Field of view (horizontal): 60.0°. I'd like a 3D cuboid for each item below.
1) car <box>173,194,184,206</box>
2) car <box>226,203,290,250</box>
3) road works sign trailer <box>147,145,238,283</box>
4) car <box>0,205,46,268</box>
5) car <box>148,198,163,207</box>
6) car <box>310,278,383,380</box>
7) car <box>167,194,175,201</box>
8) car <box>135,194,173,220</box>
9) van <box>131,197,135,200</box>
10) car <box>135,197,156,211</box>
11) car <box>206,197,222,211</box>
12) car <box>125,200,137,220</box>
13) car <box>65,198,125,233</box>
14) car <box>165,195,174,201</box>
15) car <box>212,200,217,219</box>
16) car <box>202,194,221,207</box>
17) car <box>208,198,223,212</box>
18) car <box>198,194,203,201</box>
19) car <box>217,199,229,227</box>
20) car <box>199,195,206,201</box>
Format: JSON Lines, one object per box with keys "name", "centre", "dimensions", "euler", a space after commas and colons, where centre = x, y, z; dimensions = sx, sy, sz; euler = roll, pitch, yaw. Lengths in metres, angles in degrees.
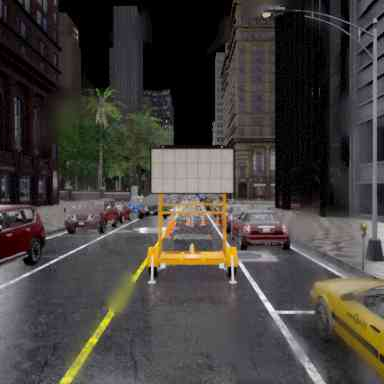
{"name": "car", "centre": [-2.929, 1.507, 56.443], "dimensions": [2.128, 1.511, 4.902], "euler": [0, 0, 0]}
{"name": "car", "centre": [2.777, 1.441, 14.318], "dimensions": [1.967, 1.590, 4.097], "euler": [0, 0, 0]}
{"name": "road works sign trailer", "centre": [0.013, 0.464, 9.596], "dimensions": [2.380, 3.560, 2.880], "euler": [0, 0, 0]}
{"name": "car", "centre": [-5.755, 1.315, 8.914], "dimensions": [2.192, 1.841, 5.009], "euler": [0, 0, 0]}
{"name": "car", "centre": [-5.700, 1.594, 52.322], "dimensions": [1.802, 1.307, 4.206], "euler": [0, 0, 0]}
{"name": "car", "centre": [2.765, 1.525, 3.638], "dimensions": [1.752, 1.417, 4.829], "euler": [0, 0, 0]}
{"name": "car", "centre": [-5.654, 1.447, 89.602], "dimensions": [1.967, 1.590, 4.097], "euler": [0, 0, 0]}
{"name": "car", "centre": [-3.064, 1.227, 28.065], "dimensions": [2.150, 2.045, 5.566], "euler": [0, 0, 0]}
{"name": "van", "centre": [-5.721, 1.350, 36.044], "dimensions": [1.690, 1.788, 3.998], "euler": [0, 0, 0]}
{"name": "car", "centre": [-5.714, 1.451, 41.470], "dimensions": [1.967, 1.590, 4.097], "euler": [0, 0, 0]}
{"name": "car", "centre": [2.805, 1.534, 36.188], "dimensions": [1.752, 1.417, 4.829], "euler": [0, 0, 0]}
{"name": "car", "centre": [-5.734, 1.549, 25.191], "dimensions": [1.887, 1.381, 4.507], "euler": [0, 0, 0]}
{"name": "car", "centre": [-5.742, 1.317, 19.766], "dimensions": [2.192, 1.841, 5.009], "euler": [0, 0, 0]}
{"name": "car", "centre": [-5.660, 1.559, 84.182], "dimensions": [2.008, 1.369, 4.403], "euler": [0, 0, 0]}
{"name": "car", "centre": [2.790, 1.549, 25.168], "dimensions": [1.887, 1.381, 4.507], "euler": [0, 0, 0]}
{"name": "car", "centre": [2.811, 1.326, 41.443], "dimensions": [2.192, 1.841, 5.009], "euler": [0, 0, 0]}
{"name": "car", "centre": [2.798, 1.557, 30.593], "dimensions": [2.008, 1.369, 4.403], "euler": [0, 0, 0]}
{"name": "car", "centre": [2.858, 1.576, 78.731], "dimensions": [1.947, 1.339, 4.313], "euler": [0, 0, 0]}
{"name": "car", "centre": [2.784, 1.442, 19.743], "dimensions": [1.967, 1.590, 4.097], "euler": [0, 0, 0]}
{"name": "car", "centre": [2.872, 1.532, 89.742], "dimensions": [1.752, 1.417, 4.829], "euler": [0, 0, 0]}
